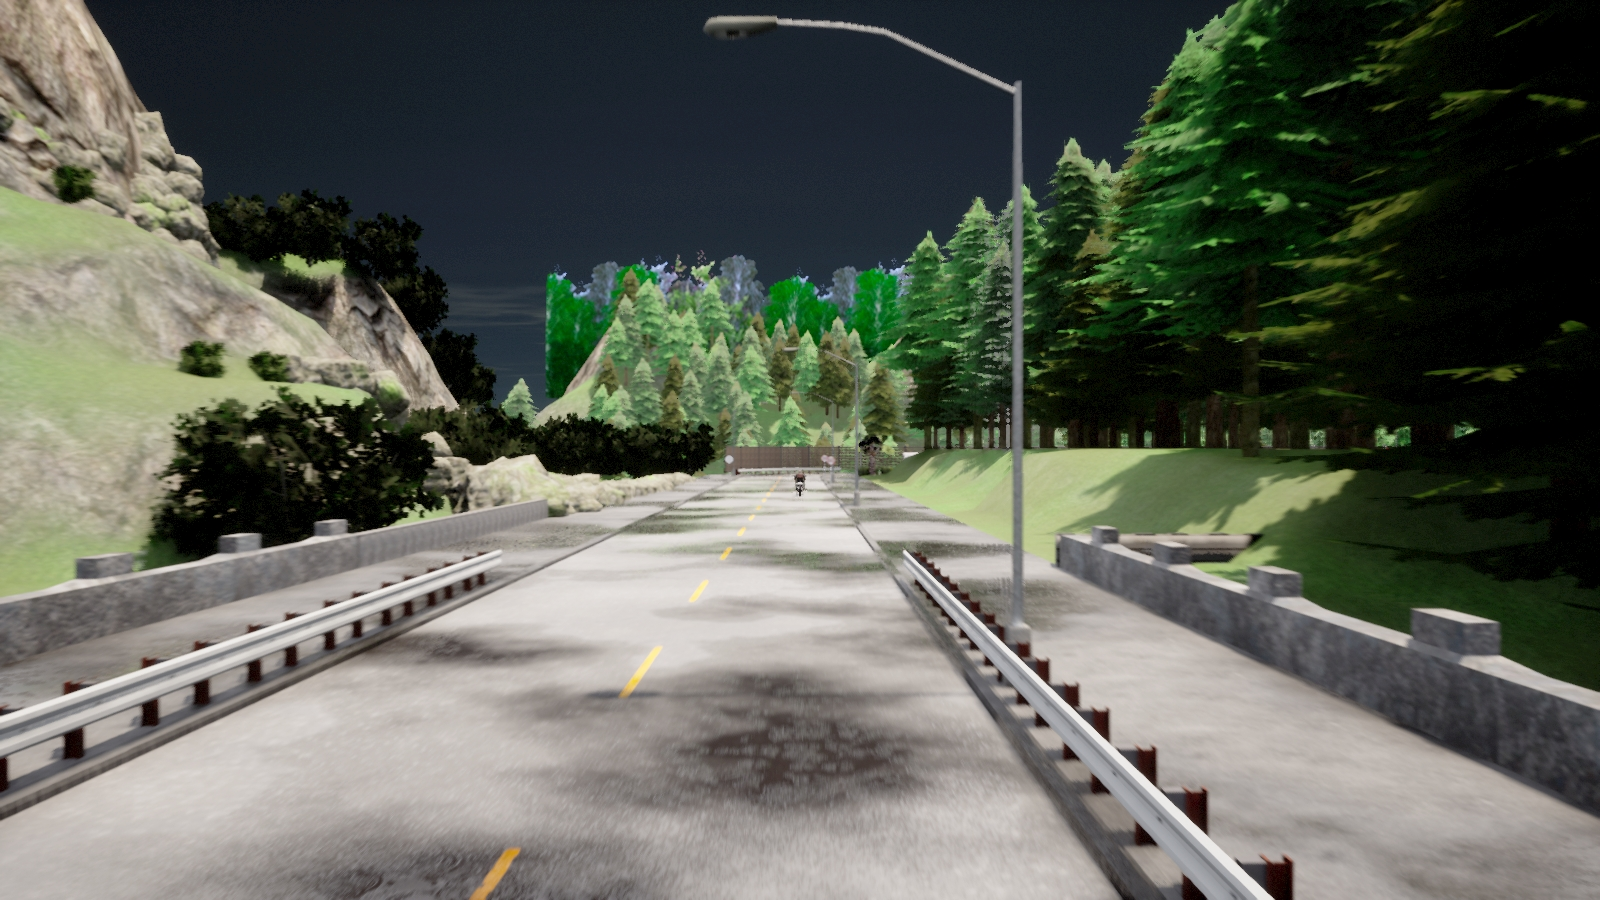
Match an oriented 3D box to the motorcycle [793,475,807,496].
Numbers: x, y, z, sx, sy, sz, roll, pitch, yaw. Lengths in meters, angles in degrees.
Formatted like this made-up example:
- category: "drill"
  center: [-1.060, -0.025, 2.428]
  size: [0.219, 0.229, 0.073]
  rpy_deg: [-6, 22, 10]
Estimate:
- category: "motorcycle"
  center: [0.006, 2.205, 71.542]
  size: [0.867, 1.251, 2.209]
  rpy_deg: [0, 0, 0]
